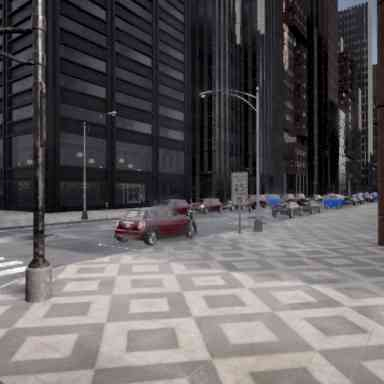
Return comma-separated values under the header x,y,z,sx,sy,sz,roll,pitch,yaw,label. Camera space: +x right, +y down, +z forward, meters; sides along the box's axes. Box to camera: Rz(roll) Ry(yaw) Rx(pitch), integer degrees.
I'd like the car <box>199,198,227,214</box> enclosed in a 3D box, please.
x,y,z,sx,sy,sz,roll,pitch,yaw,label
1.404,1.380,33.832,1.967,1.590,4.097,0,0,36,car

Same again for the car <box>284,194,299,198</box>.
x,y,z,sx,sy,sz,roll,pitch,yaw,label
14.498,1.207,52.053,2.192,1.841,5.009,0,0,36,car

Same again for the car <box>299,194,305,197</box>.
x,y,z,sx,sy,sz,roll,pitch,yaw,label
17.771,1.196,56.607,2.192,1.841,5.009,0,0,36,car

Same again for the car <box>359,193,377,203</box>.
x,y,z,sx,sy,sz,roll,pitch,yaw,label
34.525,1.367,65.311,1.887,1.381,4.507,0,0,36,car

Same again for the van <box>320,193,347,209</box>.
x,y,z,sx,sy,sz,roll,pitch,yaw,label
18.157,1.214,42.536,1.690,1.788,3.998,0,0,36,van

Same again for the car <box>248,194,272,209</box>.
x,y,z,sx,sy,sz,roll,pitch,yaw,label
7.951,1.229,42.943,2.192,1.841,5.009,0,0,36,car

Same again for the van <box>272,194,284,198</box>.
x,y,z,sx,sy,sz,roll,pitch,yaw,label
11.224,1.244,47.497,1.690,1.788,3.998,0,0,36,van

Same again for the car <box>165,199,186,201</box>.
x,y,z,sx,sy,sz,roll,pitch,yaw,label
-1.870,1.393,29.277,1.967,1.590,4.097,0,0,36,car

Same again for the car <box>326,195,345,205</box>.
x,y,z,sx,sy,sz,roll,pitch,yaw,label
23.806,1.334,54.958,1.882,1.535,5.008,0,0,35,car

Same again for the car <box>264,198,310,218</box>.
x,y,z,sx,sy,sz,roll,pitch,yaw,label
8.338,1.461,28.872,2.008,1.369,4.403,0,0,36,car

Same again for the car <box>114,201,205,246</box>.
x,y,z,sx,sy,sz,roll,pitch,yaw,label
-1.483,1.391,15.208,1.967,1.590,4.097,0,0,36,car

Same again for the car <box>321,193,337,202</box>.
x,y,z,sx,sy,sz,roll,pitch,yaw,label
30.867,1.158,74.828,2.192,1.841,5.009,0,0,36,car

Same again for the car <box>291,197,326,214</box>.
x,y,z,sx,sy,sz,roll,pitch,yaw,label
11.611,1.463,33.427,1.947,1.339,4.313,0,0,36,car

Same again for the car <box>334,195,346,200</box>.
x,y,z,sx,sy,sz,roll,pitch,yaw,label
37.414,1.392,83.939,1.947,1.339,4.313,0,0,36,car

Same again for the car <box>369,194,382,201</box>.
x,y,z,sx,sy,sz,roll,pitch,yaw,label
41.071,1.245,74.420,1.967,1.590,4.097,0,0,36,car

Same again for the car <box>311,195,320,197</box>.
x,y,z,sx,sy,sz,roll,pitch,yaw,label
24.319,1.301,65.718,1.967,1.590,4.097,0,0,36,car

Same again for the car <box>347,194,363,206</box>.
x,y,z,sx,sy,sz,roll,pitch,yaw,label
24.704,1.417,51.646,1.947,1.339,4.313,0,0,36,car

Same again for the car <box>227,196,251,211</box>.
x,y,z,sx,sy,sz,roll,pitch,yaw,label
4.678,1.478,38.388,2.008,1.369,4.403,0,0,36,car

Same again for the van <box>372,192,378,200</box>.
x,y,z,sx,sy,sz,roll,pitch,yaw,label
37.798,1.155,69.865,1.690,1.788,3.998,0,0,36,van

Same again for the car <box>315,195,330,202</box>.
x,y,z,sx,sy,sz,roll,pitch,yaw,label
27.593,1.403,70.274,2.008,1.369,4.403,0,0,36,car

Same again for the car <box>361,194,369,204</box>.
x,y,z,sx,sy,sz,roll,pitch,yaw,label
27.978,1.407,56.201,1.947,1.339,4.313,0,0,36,car
